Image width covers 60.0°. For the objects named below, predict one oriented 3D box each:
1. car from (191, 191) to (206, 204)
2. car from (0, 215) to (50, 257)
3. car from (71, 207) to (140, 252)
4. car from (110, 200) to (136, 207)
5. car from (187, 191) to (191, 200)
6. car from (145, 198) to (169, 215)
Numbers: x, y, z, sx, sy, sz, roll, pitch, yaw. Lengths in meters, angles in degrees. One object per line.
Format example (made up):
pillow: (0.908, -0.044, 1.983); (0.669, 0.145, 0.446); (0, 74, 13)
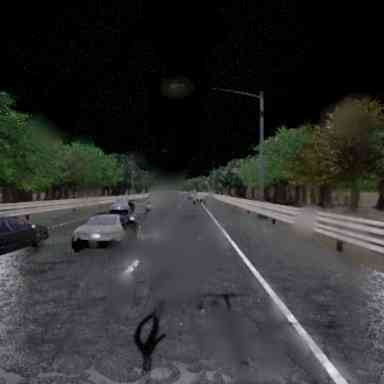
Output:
car: (1.245, 1.132, 56.591); (2.097, 1.767, 4.553); (0, 0, 0)
car: (-6.894, 1.512, 11.485); (2.033, 1.411, 5.357); (0, 0, 0)
car: (-3.395, 1.521, 13.750); (1.994, 1.385, 4.181); (0, 0, 0)
car: (-6.887, 1.444, 33.301); (1.994, 1.385, 4.181); (0, 0, 0)
car: (0.029, 1.081, 75.128); (1.812, 1.442, 4.674); (0, 0, 0)
car: (-3.387, 1.374, 32.584); (2.128, 1.511, 4.902); (0, 0, 0)
